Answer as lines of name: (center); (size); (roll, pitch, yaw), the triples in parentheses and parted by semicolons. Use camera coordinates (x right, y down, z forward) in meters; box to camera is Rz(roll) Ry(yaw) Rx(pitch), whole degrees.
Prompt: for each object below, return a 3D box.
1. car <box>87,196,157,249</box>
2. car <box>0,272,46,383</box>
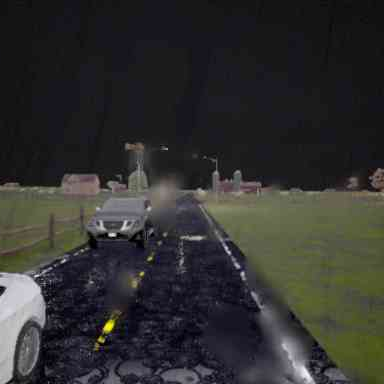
car: (-2.852, 1.191, 14.781); (2.150, 2.045, 5.566); (0, 0, 1)
car: (-2.842, 1.521, 2.700); (1.812, 1.442, 4.674); (0, 0, 0)
